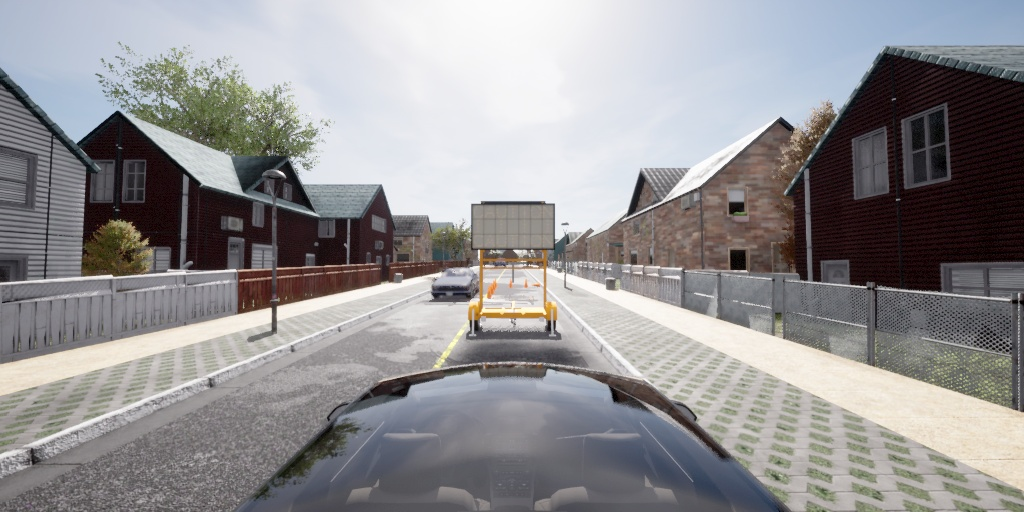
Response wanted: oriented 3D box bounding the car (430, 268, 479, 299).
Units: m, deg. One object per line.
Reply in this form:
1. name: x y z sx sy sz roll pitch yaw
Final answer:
1. car: -2.780 1.332 18.644 2.033 1.411 5.357 0 0 0

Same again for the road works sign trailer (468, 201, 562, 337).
1. road works sign trailer: 0.033 0.226 10.369 2.380 3.560 2.880 0 0 1
